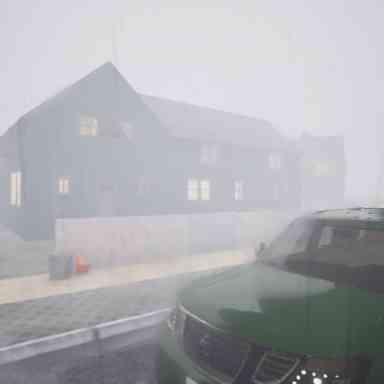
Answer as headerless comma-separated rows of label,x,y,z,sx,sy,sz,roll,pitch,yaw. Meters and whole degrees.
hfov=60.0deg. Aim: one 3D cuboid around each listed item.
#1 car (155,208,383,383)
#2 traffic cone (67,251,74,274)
car,2.272,1.264,4.268,5.566,2.045,2.150,1,0,-36
traffic cone,-2.934,1.820,8.730,0.340,0.340,0.580,1,36,-36
